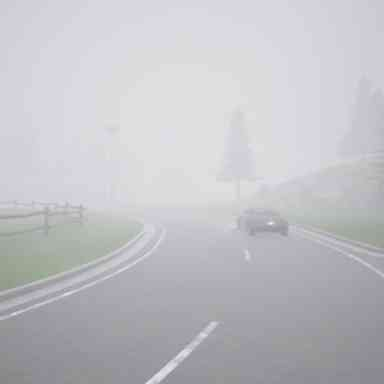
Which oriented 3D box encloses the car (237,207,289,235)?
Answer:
[{"bbox_3d":[3.711,1.477,18.090,1.994,1.385,4.181,0,0,-3],"label":"car"}]
